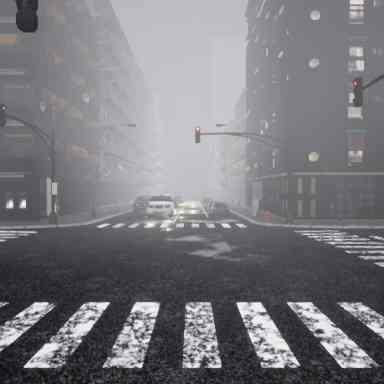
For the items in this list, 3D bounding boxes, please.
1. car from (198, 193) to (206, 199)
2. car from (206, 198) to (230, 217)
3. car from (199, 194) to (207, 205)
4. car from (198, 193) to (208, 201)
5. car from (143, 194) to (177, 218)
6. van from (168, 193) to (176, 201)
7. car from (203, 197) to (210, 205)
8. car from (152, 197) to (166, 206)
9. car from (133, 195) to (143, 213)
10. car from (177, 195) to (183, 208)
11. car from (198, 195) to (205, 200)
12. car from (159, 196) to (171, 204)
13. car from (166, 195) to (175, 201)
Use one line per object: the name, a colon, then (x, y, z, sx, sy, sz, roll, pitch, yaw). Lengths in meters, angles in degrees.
car: (2.669, 1.551, 75.709, 1.802, 1.307, 4.206, -1, 0, 0)
car: (2.602, 1.572, 31.396, 1.802, 1.307, 4.206, -1, 0, 0)
car: (2.643, 1.523, 59.092, 1.887, 1.381, 4.507, -1, 0, 0)
car: (2.673, 1.280, 81.249, 2.192, 1.841, 5.009, -1, 0, 0)
car: (-2.809, 1.210, 30.699, 2.150, 2.045, 5.566, 0, 0, 0)
van: (-5.198, 1.302, 86.841, 1.690, 1.788, 3.998, -1, 0, 0)
car: (2.610, 1.539, 36.935, 2.008, 1.369, 4.403, -1, 0, 0)
car: (-5.245, 1.563, 53.618, 1.802, 1.307, 4.206, -1, 0, 0)
car: (-5.273, 1.303, 37.006, 2.192, 1.841, 5.009, -1, 0, 0)
car: (-2.777, 1.475, 46.067, 2.128, 1.511, 4.902, 0, 0, 0)
car: (2.693, 1.539, 92.327, 1.802, 1.307, 4.206, -1, 0, 0)
car: (-5.228, 1.557, 64.692, 1.802, 1.307, 4.206, -1, 0, 0)
car: (-5.204, 1.490, 81.134, 1.752, 1.417, 4.829, -1, 0, 0)
